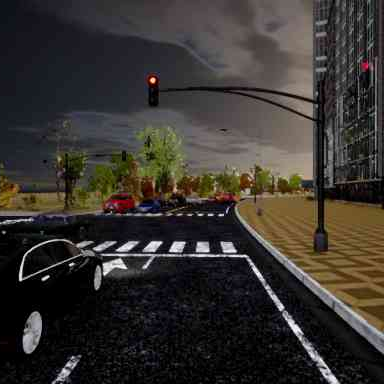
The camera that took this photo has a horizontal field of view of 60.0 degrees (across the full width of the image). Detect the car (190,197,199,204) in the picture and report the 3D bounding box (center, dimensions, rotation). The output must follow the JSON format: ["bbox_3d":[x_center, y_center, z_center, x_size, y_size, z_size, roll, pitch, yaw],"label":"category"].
[{"bbox_3d":[0.192,1.609,66.746,1.895,1.301,4.718,0,0,11],"label":"car"}]

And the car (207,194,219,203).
[{"bbox_3d":[4.506,1.573,71.219,1.994,1.385,4.181,0,0,12],"label":"car"}]

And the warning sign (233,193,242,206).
[{"bbox_3d":[6.548,1.122,48.212,1.300,1.860,1.060,0,0,8],"label":"warning sign"}]

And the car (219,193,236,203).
[{"bbox_3d":[7.622,1.239,70.097,2.150,2.045,5.566,0,0,12],"label":"car"}]

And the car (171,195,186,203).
[{"bbox_3d":[-2.736,1.499,68.677,2.128,1.511,4.902,0,0,11],"label":"car"}]

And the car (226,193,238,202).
[{"bbox_3d":[9.777,1.245,80.389,2.150,2.045,5.566,0,0,14],"label":"car"}]

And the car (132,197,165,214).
[{"bbox_3d":[-4.549,1.525,35.329,1.812,1.442,4.674,0,0,7],"label":"car"}]

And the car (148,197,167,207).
[{"bbox_3d":[-5.497,1.566,53.176,1.994,1.385,4.181,0,0,9],"label":"car"}]

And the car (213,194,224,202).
[{"bbox_3d":[6.470,1.372,80.528,2.097,1.767,4.553,0,0,14],"label":"car"}]

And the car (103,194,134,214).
[{"bbox_3d":[-7.750,1.219,35.971,2.150,2.045,5.566,0,0,6],"label":"car"}]

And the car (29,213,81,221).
[{"bbox_3d":[-6.158,1.599,14.466,1.895,1.301,4.718,0,0,3],"label":"car"}]

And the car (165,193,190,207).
[{"bbox_3d":[-2.333,1.226,52.402,2.150,2.045,5.566,0,0,9],"label":"car"}]

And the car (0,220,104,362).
[{"bbox_3d":[-3.012,1.504,5.889,1.837,1.490,4.892,0,0,1],"label":"car"}]
